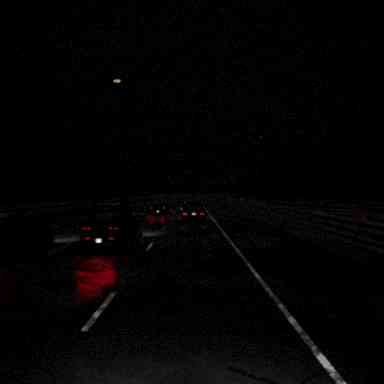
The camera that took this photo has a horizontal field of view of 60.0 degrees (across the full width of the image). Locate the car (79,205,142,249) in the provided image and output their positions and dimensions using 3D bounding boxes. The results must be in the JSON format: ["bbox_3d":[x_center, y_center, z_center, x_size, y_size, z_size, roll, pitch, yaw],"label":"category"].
[{"bbox_3d":[-3.394,1.514,14.517,1.837,1.490,4.892,0,0,0],"label":"car"}]

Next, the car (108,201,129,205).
[{"bbox_3d":[-6.893,1.549,30.905,1.812,1.442,4.674,0,0,0],"label":"car"}]

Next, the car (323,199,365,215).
[{"bbox_3d":[16.127,1.496,35.685,2.097,1.767,4.553,0,0,-16],"label":"car"}]

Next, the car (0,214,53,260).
[{"bbox_3d":[-6.897,1.535,12.409,1.812,1.442,4.674,0,0,0],"label":"car"}]

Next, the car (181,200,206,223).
[{"bbox_3d":[0.110,1.565,25.455,2.033,1.411,5.357,0,0,0],"label":"car"}]

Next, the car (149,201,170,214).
[{"bbox_3d":[-3.393,1.627,35.312,1.895,1.301,4.718,0,0,0],"label":"car"}]
